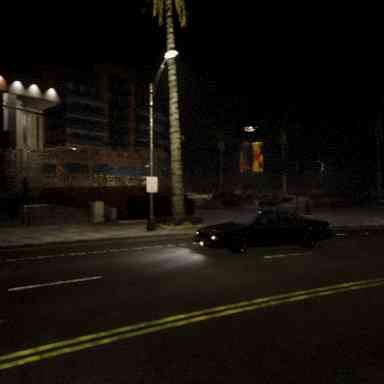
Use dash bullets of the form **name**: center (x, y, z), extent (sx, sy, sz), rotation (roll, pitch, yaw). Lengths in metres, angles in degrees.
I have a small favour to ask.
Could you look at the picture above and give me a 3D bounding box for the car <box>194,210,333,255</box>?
- **car**: center (2.824, 1.432, 12.798), extent (5.357, 1.411, 2.033), rotation (0, 0, -21)
